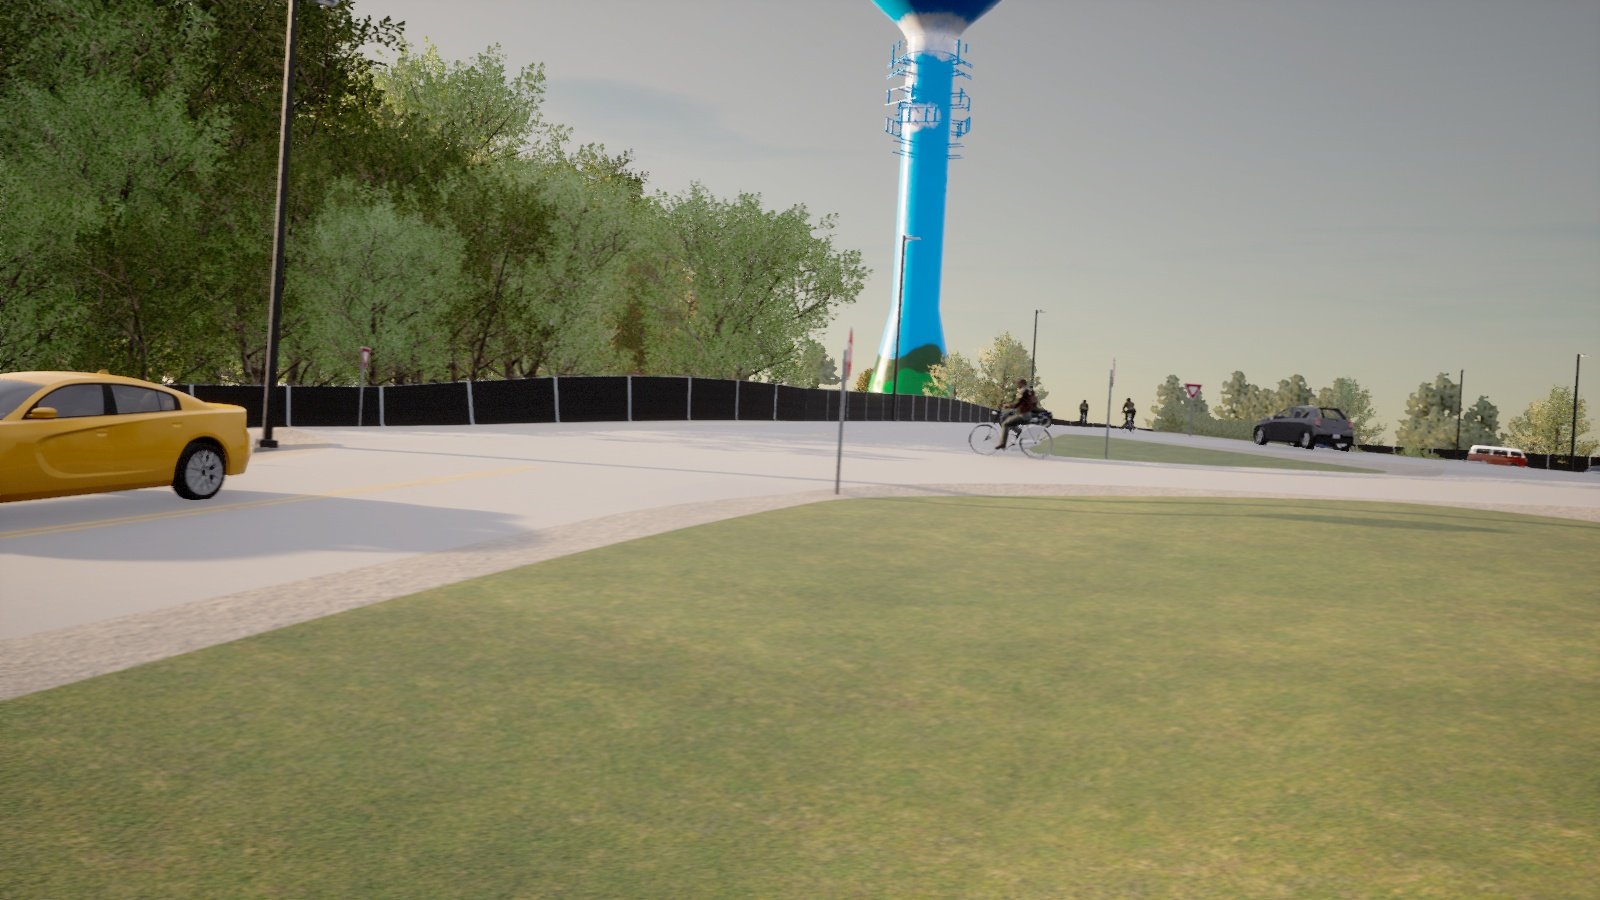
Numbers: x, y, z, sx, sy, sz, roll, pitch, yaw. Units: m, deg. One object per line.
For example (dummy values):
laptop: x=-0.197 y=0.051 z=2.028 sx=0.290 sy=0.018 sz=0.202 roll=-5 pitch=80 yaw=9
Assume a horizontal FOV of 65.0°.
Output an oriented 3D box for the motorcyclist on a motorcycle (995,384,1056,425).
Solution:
motorcyclist on a motorcycle: x=9.452 y=-1.905 z=52.594 sx=2.350 sy=1.649 sz=0.766 roll=1 pitch=3 yaw=-16

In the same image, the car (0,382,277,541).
car: x=-8.490 y=0.046 z=14.096 sx=1.882 sy=1.535 sz=5.008 roll=2 pitch=4 yaw=21

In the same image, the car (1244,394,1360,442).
car: x=17.457 y=-1.147 z=43.871 sx=1.845 sy=1.501 sz=3.633 roll=2 pitch=3 yaw=-16

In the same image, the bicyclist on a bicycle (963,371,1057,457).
bicyclist on a bicycle: x=4.570 y=-0.798 z=27.350 sx=1.843 sy=1.776 sz=0.659 roll=3 pitch=3 yaw=21
